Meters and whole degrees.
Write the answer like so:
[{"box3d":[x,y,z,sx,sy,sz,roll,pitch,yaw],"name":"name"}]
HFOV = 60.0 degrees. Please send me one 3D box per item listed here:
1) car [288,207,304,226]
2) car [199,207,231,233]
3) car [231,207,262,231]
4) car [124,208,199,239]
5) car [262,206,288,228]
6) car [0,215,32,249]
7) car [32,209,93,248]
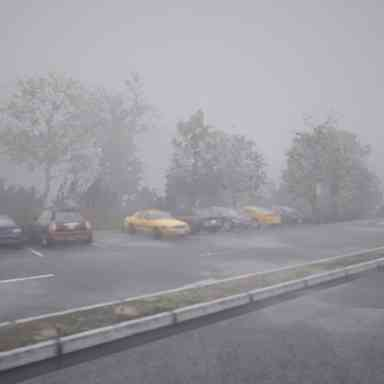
[{"box3d":[6.495,1.857,26.558,2.231,1.521,4.892,0,-1,-37],"name":"car"},{"box3d":[-0.107,1.834,21.596,2.163,1.488,4.792,1,-1,-37],"name":"car"},{"box3d":[2.098,1.824,23.240,2.231,1.521,4.892,0,-1,-37],"name":"car"},{"box3d":[-2.177,1.775,19.757,1.946,1.575,5.366,1,-1,-37],"name":"car"},{"box3d":[4.299,1.840,24.894,2.097,1.535,5.008,0,-1,-37],"name":"car"},{"box3d":[-8.872,1.727,14.908,2.002,1.452,4.674,1,-1,-37],"name":"car"},{"box3d":[-6.654,1.598,16.557,2.185,1.767,4.553,1,-1,-37],"name":"car"}]
